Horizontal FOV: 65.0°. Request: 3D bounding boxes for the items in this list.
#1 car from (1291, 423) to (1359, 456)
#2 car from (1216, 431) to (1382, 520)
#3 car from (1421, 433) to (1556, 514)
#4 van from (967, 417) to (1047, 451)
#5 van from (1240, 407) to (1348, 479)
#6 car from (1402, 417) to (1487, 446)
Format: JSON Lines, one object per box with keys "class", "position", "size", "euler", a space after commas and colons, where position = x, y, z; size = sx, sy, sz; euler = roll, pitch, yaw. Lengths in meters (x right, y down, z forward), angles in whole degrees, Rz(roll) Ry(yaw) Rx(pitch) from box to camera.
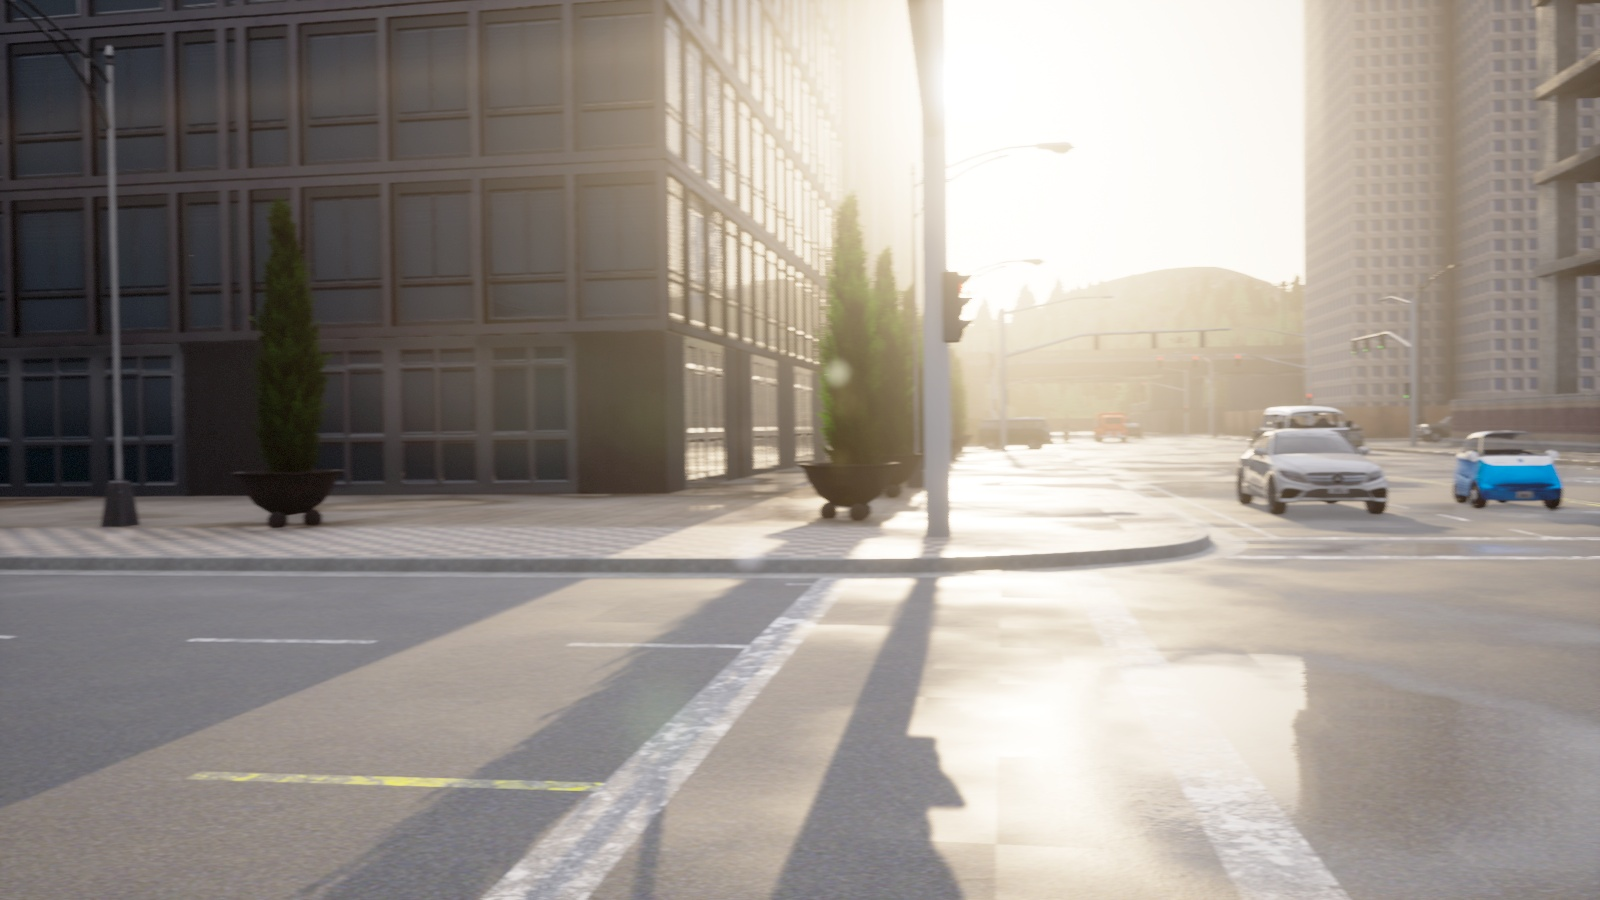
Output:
{"class": "car", "position": [25.397, -0.538, 60.907], "size": [2.007, 1.525, 4.514], "euler": [0, 1, 9]}
{"class": "car", "position": [8.976, 0.387, 23.002], "size": [1.812, 1.442, 4.674], "euler": [0, 1, 9]}
{"class": "car", "position": [12.506, 0.396, 22.931], "size": [1.481, 1.376, 2.207], "euler": [0, 1, 9]}
{"class": "van", "position": [12.451, -0.935, 75.512], "size": [4.442, 1.987, 1.775], "euler": [0, 1, 28]}
{"class": "van", "position": [14.787, -0.242, 37.850], "size": [2.069, 2.038, 4.480], "euler": [0, 1, 9]}
{"class": "car", "position": [42.499, -1.207, 82.909], "size": [4.605, 1.855, 1.932], "euler": [0, 1, 9]}
